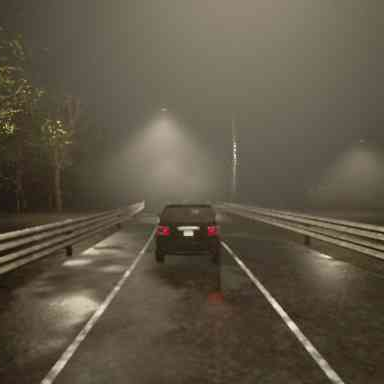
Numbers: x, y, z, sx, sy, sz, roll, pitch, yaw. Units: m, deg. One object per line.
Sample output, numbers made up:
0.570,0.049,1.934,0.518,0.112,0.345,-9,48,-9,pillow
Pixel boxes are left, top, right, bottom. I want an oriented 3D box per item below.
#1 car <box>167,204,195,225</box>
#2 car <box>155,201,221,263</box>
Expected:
-1.014,1.816,27.698,2.033,1.411,5.357,0,-1,-5,car
-0.193,1.352,12.695,2.150,2.045,5.566,0,0,-2,car
